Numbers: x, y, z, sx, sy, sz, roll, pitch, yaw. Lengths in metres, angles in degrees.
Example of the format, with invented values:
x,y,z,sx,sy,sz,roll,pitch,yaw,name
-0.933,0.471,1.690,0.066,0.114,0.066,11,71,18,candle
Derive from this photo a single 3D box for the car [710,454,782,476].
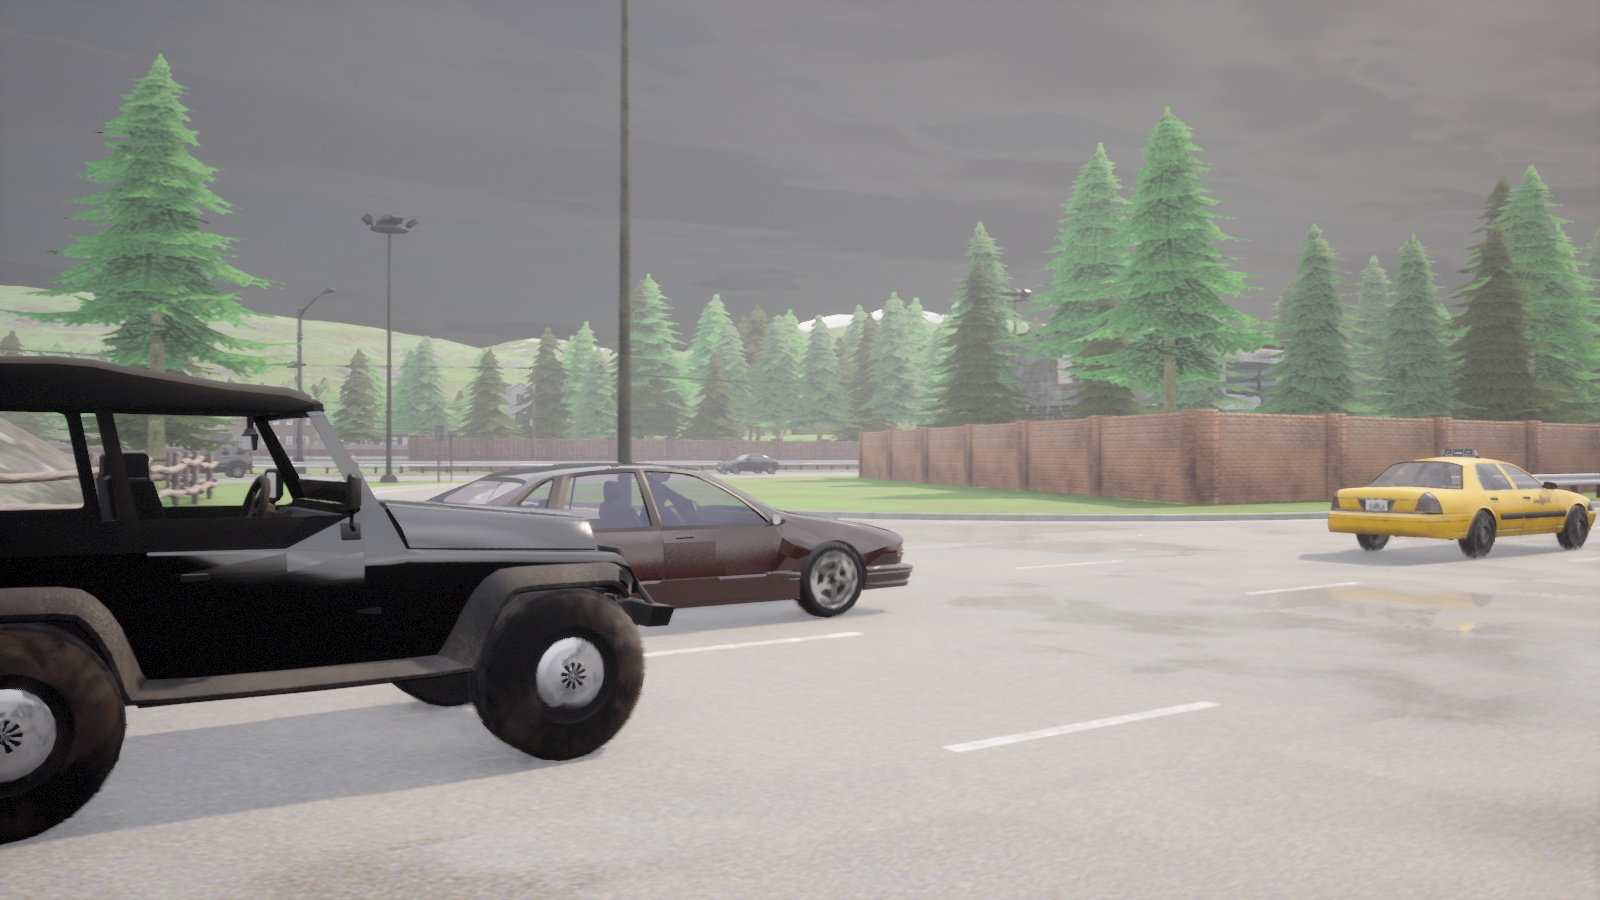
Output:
x,y,z,sx,sy,sz,roll,pitch,yaw,name
-3.658,0.989,86.056,4.674,1.442,1.812,0,0,-35,car

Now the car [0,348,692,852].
x,y,z,sx,sy,sz,roll,pitch,yaw,name
-2.684,0.561,6.056,3.866,1.878,1.905,0,0,-35,car

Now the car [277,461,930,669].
x,y,z,sx,sy,sz,roll,pitch,yaw,name
-1.555,0.823,11.105,5.357,1.411,2.033,0,0,-35,car

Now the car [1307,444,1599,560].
x,y,z,sx,sy,sz,roll,pitch,yaw,name
10.179,0.710,19.272,5.366,1.575,1.801,0,0,-35,car
